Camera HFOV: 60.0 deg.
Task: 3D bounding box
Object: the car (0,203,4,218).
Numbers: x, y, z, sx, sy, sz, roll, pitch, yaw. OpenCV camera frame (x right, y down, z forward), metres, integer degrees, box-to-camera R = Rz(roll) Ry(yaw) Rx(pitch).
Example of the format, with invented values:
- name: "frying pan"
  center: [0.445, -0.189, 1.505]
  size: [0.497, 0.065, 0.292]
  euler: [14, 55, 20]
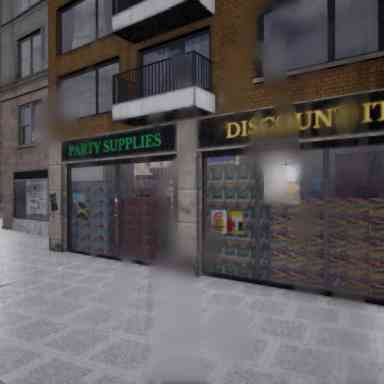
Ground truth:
- name: "car"
  center: [-15.223, 1.328, 28.790]
  size: [1.882, 1.535, 5.008]
  euler: [0, 0, 36]
